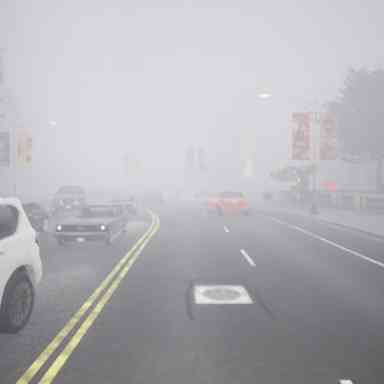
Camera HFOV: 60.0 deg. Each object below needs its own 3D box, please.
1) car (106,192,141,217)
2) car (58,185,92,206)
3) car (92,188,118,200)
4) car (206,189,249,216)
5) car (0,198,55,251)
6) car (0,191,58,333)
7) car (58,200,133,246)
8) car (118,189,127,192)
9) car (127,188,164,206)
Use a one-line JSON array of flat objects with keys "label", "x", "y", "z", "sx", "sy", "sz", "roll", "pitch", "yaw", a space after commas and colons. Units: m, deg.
[{"label": "car", "x": -4.802, "y": 0.924, "z": 23.085, "sx": 1.895, "sy": 1.301, "sz": 4.718, "roll": 0, "pitch": 2, "yaw": -12}, {"label": "car", "x": -8.495, "y": 0.530, "z": 23.592, "sx": 2.150, "sy": 2.045, "sz": 5.566, "roll": 0, "pitch": 2, "yaw": -15}, {"label": "car", "x": -12.248, "y": 0.214, "z": 44.069, "sx": 4.892, "sy": 1.490, "sz": 1.837, "roll": 0, "pitch": 1, "yaw": 44}, {"label": "car", "x": 2.377, "y": 0.659, "z": 23.593, "sx": 2.097, "sy": 1.767, "sz": 4.553, "roll": 0, "pitch": 2, "yaw": -10}, {"label": "car", "x": -7.286, "y": 1.116, "z": 13.218, "sx": 1.837, "sy": 1.490, "sz": 4.892, "roll": 0, "pitch": 2, "yaw": -2}, {"label": "car", "x": -3.633, "y": 1.116, "z": 3.477, "sx": 2.150, "sy": 2.045, "sz": 5.566, "roll": 0, "pitch": 2, "yaw": 0}, {"label": "car", "x": -3.772, "y": 1.211, "z": 13.253, "sx": 1.895, "sy": 1.301, "sz": 4.718, "roll": 0, "pitch": 2, "yaw": -2}, {"label": "car", "x": -9.977, "y": 0.200, "z": 46.598, "sx": 4.181, "sy": 1.385, "sz": 1.994, "roll": 1, "pitch": 2, "yaw": 45}, {"label": "car", "x": -4.589, "y": 0.366, "z": 33.674, "sx": 2.097, "sy": 1.767, "sz": 4.553, "roll": -1, "pitch": 2, "yaw": -29}]
